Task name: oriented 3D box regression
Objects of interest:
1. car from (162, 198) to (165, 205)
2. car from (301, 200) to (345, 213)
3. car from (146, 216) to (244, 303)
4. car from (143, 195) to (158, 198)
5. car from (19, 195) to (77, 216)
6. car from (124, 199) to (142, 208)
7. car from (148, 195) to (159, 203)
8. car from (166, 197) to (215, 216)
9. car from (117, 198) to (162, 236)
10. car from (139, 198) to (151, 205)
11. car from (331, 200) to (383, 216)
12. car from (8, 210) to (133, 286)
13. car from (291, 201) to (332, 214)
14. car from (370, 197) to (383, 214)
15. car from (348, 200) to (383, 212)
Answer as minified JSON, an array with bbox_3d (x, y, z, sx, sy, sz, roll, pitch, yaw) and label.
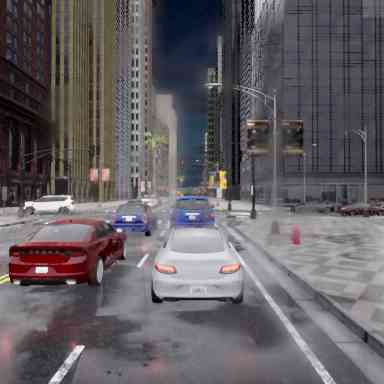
[{"bbox_3d":[-6.506,1.831,61.304,1.837,1.490,4.892,0,-1,0],"label":"car"},{"bbox_3d":[15.223,1.676,38.691,4.313,1.339,1.947,0,0,-1],"label":"car"},{"bbox_3d":[0.107,1.537,8.080,1.812,1.442,4.674,0,0,0],"label":"car"},{"bbox_3d":[-6.548,1.470,50.980,2.150,2.045,5.566,0,0,0],"label":"car"},{"bbox_3d":[-15.172,1.401,35.233,5.566,2.045,2.150,-1,1,-18],"label":"car"},{"bbox_3d":[-9.783,1.831,55.845,2.033,1.411,5.357,0,0,0],"label":"car"},{"bbox_3d":[-9.665,1.727,83.882,2.150,2.045,5.566,0,0,0],"label":"car"},{"bbox_3d":[0.044,1.263,17.782,2.150,2.045,5.566,0,0,1],"label":"car"},{"bbox_3d":[-3.132,1.398,18.679,2.097,1.767,4.553,0,0,0],"label":"car"},{"bbox_3d":[-9.682,1.912,69.095,1.812,1.442,4.674,0,0,0],"label":"car"},{"bbox_3d":[15.344,1.587,30.167,4.206,1.307,1.802,0,0,-1],"label":"car"},{"bbox_3d":[-3.143,1.492,9.452,1.882,1.535,5.008,0,0,0],"label":"car"},{"bbox_3d":[12.838,1.648,35.905,4.181,1.385,1.994,0,-1,-1],"label":"car"},{"bbox_3d":[22.170,1.405,36.039,4.553,1.767,2.097,0,-1,-1],"label":"car"},{"bbox_3d":[20.863,1.656,38.773,4.313,1.339,1.947,0,0,-1],"label":"car"}]
